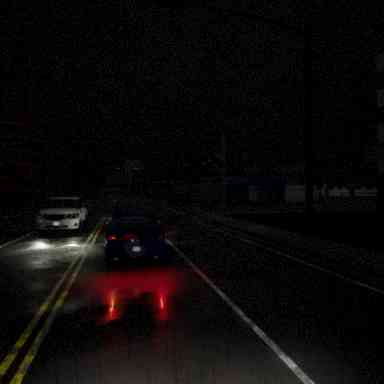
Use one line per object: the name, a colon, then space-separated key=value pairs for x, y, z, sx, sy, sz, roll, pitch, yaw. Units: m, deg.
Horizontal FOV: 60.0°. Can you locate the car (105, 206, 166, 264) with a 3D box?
car: x=-2.107 y=1.494 z=12.044 sx=1.882 sy=1.535 sz=5.008 roll=0 pitch=0 yaw=-12

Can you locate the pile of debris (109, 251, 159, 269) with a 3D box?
pile of debris: x=-1.927 y=2.191 z=10.904 sx=1.500 sy=0.140 sz=1.860 roll=0 pitch=0 yaw=-12

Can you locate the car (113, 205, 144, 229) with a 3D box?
car: x=-4.453 y=1.635 z=23.005 sx=1.895 sy=1.301 sz=4.718 roll=0 pitch=0 yaw=-12

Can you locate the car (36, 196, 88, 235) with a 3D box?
car: x=-7.425 y=1.273 z=19.531 sx=2.150 sy=2.045 sz=5.566 roll=0 pitch=0 yaw=-12
